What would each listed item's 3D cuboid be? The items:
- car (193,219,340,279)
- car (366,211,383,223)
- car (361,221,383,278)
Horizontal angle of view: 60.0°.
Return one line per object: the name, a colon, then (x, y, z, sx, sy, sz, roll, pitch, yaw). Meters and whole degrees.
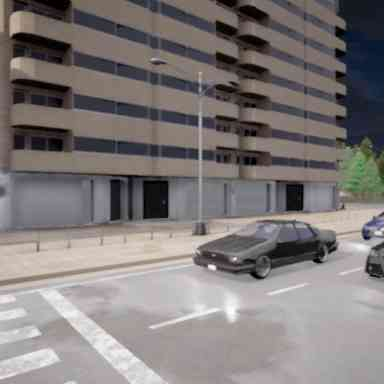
car: (2.580, 1.587, 10.406, 5.357, 1.411, 2.033, 0, 0, -39)
car: (10.060, 1.565, 16.164, 4.674, 1.442, 1.812, 0, 0, -38)
car: (6.465, 1.584, 8.970, 4.181, 1.385, 1.994, 0, 0, -38)
